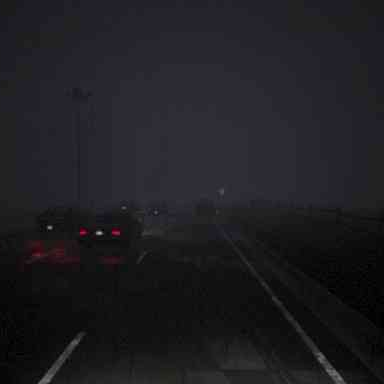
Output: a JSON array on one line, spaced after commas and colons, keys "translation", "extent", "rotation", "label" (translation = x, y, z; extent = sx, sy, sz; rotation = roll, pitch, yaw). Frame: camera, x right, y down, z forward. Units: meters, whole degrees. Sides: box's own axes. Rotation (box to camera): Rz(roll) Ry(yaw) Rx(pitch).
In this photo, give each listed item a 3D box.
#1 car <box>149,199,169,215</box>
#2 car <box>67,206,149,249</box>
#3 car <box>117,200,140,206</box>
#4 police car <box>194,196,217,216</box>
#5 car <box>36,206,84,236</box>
[{"translation": [-3.373, 1.629, 33.660], "extent": [1.895, 1.301, 4.718], "rotation": [0, 0, 0], "label": "car"}, {"translation": [-3.392, 1.560, 14.667], "extent": [2.033, 1.411, 5.357], "rotation": [0, 0, 0], "label": "car"}, {"translation": [-6.806, 1.594, 35.759], "extent": [1.994, 1.385, 4.181], "rotation": [0, 0, 2], "label": "car"}, {"translation": [1.243, 1.453, 32.480], "extent": [1.930, 1.638, 5.238], "rotation": [0, 0, 0], "label": "police car"}, {"translation": [-6.890, 1.507, 18.546], "extent": [2.128, 1.511, 4.902], "rotation": [0, 0, 0], "label": "car"}]
